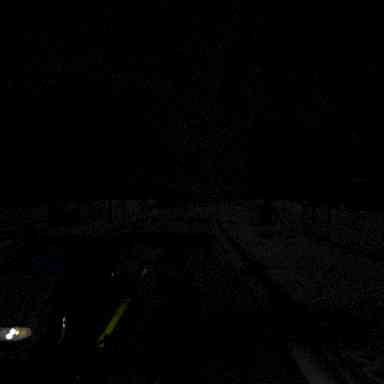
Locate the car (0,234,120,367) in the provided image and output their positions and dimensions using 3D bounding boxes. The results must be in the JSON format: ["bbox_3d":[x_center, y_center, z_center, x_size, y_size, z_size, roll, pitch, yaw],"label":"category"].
[{"bbox_3d":[-2.782,1.581,6.447,2.033,1.411,5.357,0,0,1],"label":"car"}]
